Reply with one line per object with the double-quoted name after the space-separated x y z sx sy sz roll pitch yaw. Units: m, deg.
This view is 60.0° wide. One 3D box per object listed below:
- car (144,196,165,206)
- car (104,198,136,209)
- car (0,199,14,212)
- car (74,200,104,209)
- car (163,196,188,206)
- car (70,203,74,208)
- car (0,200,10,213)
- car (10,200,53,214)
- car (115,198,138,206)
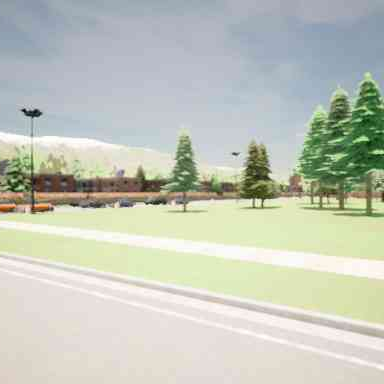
-7.423 1.788 68.281 2.150 2.045 5.566 -1 0 35 "car"
-11.949 2.049 55.837 1.812 1.442 4.674 -1 0 35 "car"
-29.300 2.003 49.333 2.097 1.767 4.553 -1 -1 35 "car"
-16.537 2.070 55.379 1.837 1.490 4.892 -1 0 35 "car"
-2.964 2.047 68.544 2.033 1.411 5.357 -1 0 35 "car"
-20.274 2.254 62.165 1.895 1.301 4.718 -1 -1 35 "car"
-25.215 1.916 42.966 2.097 1.767 4.553 -1 -1 35 "car"
-20.615 1.873 43.442 2.097 1.767 4.553 -1 -1 35 "car"
-14.021 2.153 71.048 1.837 1.490 4.892 -1 -1 35 "car"
